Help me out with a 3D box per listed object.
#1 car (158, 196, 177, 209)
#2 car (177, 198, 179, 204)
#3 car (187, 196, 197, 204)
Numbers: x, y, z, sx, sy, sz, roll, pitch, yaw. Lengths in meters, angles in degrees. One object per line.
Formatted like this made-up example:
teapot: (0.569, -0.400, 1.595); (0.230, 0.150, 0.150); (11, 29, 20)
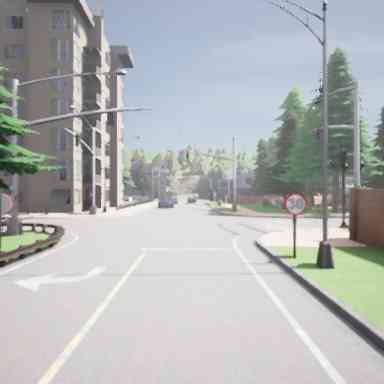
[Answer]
car: (-3.589, 1.370, 46.515); (2.097, 1.767, 4.553); (0, 0, 0)
car: (-3.543, 1.516, 62.024); (2.128, 1.511, 4.902); (0, 0, 0)
car: (-0.014, 1.576, 65.385); (2.033, 1.411, 5.357); (0, 0, 0)
